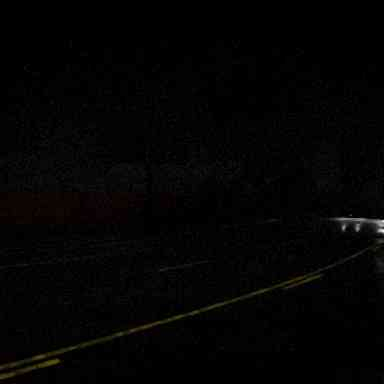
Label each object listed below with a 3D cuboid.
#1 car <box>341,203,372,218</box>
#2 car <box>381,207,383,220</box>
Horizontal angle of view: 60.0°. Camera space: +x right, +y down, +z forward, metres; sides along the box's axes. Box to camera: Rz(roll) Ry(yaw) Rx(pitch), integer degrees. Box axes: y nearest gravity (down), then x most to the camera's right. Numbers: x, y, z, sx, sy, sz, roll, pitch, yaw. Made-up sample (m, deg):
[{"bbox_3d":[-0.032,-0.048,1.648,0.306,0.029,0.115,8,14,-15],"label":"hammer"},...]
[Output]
[{"bbox_3d":[16.576,1.810,33.290,2.033,1.411,5.357,-1,-1,39],"label":"car"},{"bbox_3d":[18.471,1.715,30.077,1.837,1.490,4.892,-1,-1,39],"label":"car"}]
